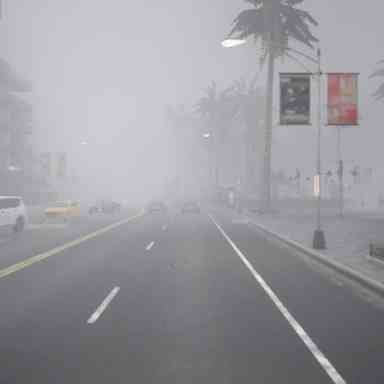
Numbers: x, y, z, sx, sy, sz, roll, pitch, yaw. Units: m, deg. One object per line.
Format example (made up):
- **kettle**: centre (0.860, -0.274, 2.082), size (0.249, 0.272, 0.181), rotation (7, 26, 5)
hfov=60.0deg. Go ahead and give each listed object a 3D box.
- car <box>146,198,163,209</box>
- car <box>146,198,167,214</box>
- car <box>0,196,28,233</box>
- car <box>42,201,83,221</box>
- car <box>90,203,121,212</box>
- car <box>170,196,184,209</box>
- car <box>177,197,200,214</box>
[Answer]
- **car**: centre (-5.365, 1.587, 47.222), size (1.994, 1.385, 4.181), rotation (0, 0, -14)
- **car**: centre (-3.682, 1.582, 36.004), size (1.994, 1.385, 4.181), rotation (0, 0, -4)
- **car**: centre (-10.517, 1.230, 16.848), size (2.150, 2.045, 5.566), rotation (0, 0, 0)
- **car**: centre (-10.509, 1.491, 27.300), size (1.882, 1.535, 5.008), rotation (0, 0, 0)
- **car**: centre (-7.009, 1.181, 27.215), size (1.994, 1.385, 4.181), rotation (0, 0, 0)
- **car**: centre (-1.771, 1.374, 47.109), size (2.097, 1.767, 4.553), rotation (0, 0, -12)
- **car**: centre (-0.234, 1.581, 35.728), size (1.994, 1.385, 4.181), rotation (0, 0, -4)
